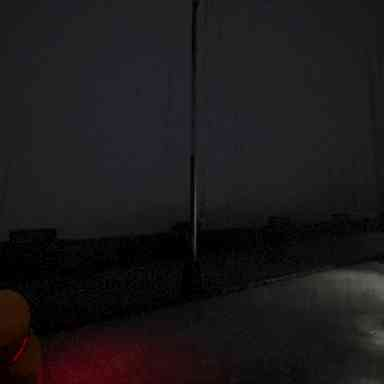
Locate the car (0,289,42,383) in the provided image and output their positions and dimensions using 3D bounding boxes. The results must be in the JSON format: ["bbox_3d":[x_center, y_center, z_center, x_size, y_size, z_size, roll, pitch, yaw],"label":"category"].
[{"bbox_3d":[-3.657,1.462,1.996,5.008,1.535,1.882,0,0,-35],"label":"car"}]
